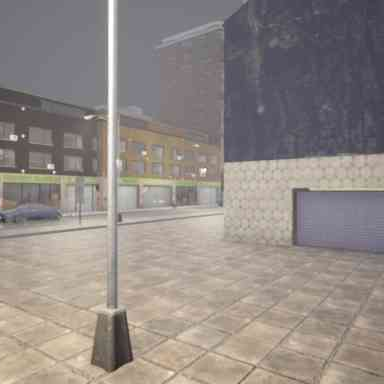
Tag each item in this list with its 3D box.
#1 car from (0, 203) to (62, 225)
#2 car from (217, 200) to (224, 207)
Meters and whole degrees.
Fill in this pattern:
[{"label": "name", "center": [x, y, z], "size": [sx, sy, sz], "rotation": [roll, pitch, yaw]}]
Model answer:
[{"label": "car", "center": [-11.558, 1.518, 23.774], "size": [1.994, 1.385, 4.181], "rotation": [0, 0, 36]}, {"label": "car", "center": [5.746, 1.452, 47.918], "size": [2.033, 1.411, 5.357], "rotation": [0, 0, 36]}]
